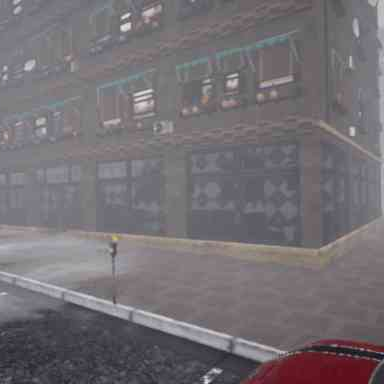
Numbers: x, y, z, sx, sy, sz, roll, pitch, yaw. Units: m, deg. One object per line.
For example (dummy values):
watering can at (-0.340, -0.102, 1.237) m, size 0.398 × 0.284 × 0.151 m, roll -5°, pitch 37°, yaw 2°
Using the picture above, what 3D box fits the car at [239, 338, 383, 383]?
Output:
car at (1.950, 1.439, 1.504) m, size 4.097 × 1.590 × 1.967 m, roll 0°, pitch -1°, yaw 36°
